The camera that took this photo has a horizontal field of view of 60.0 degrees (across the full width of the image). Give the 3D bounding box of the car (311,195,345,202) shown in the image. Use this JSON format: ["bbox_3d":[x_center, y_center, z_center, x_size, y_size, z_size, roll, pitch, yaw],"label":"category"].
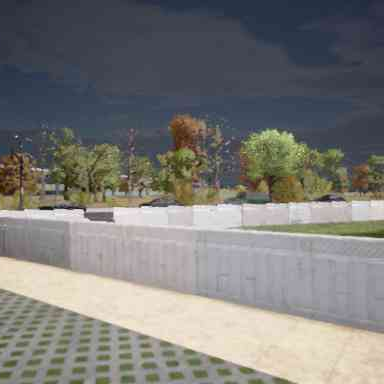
[{"bbox_3d":[17.786,1.130,43.448,4.674,1.442,1.812,-1,2,-18],"label":"car"}]

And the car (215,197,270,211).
[{"bbox_3d":[4.757,1.512,32.099,5.357,1.411,2.033,-1,2,-18],"label":"car"}]

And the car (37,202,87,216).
[{"bbox_3d":[-12.990,1.655,33.225,4.718,1.301,1.895,-1,2,-18],"label":"car"}]

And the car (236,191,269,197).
[{"bbox_3d":[6.629,0.974,39.772,5.566,2.045,2.150,-1,2,-19],"label":"car"}]

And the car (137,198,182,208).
[{"bbox_3d":[-3.505,1.409,36.395,4.892,1.490,1.837,-1,2,-19],"label":"car"}]
